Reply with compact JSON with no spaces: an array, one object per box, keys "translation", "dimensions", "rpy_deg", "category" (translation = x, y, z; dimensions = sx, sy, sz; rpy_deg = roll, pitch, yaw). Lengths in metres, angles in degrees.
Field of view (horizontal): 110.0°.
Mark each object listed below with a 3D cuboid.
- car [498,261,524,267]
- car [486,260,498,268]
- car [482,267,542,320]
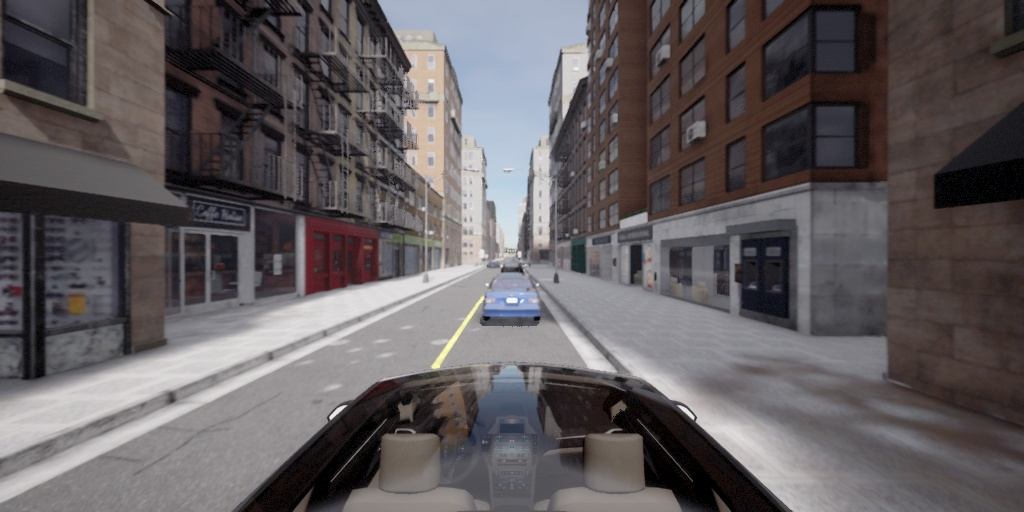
[{"translation":[0.018,1.193,30.923],"dimensions":[1.882,1.535,5.008],"rpy_deg":[0,0,0],"category":"car"},{"translation":[-2.891,1.252,56.116],"dimensions":[1.994,1.385,4.181],"rpy_deg":[0,0,0],"category":"car"},{"translation":[0.010,1.285,12.493],"dimensions":[2.033,1.411,5.357],"rpy_deg":[0,0,0],"category":"car"}]
